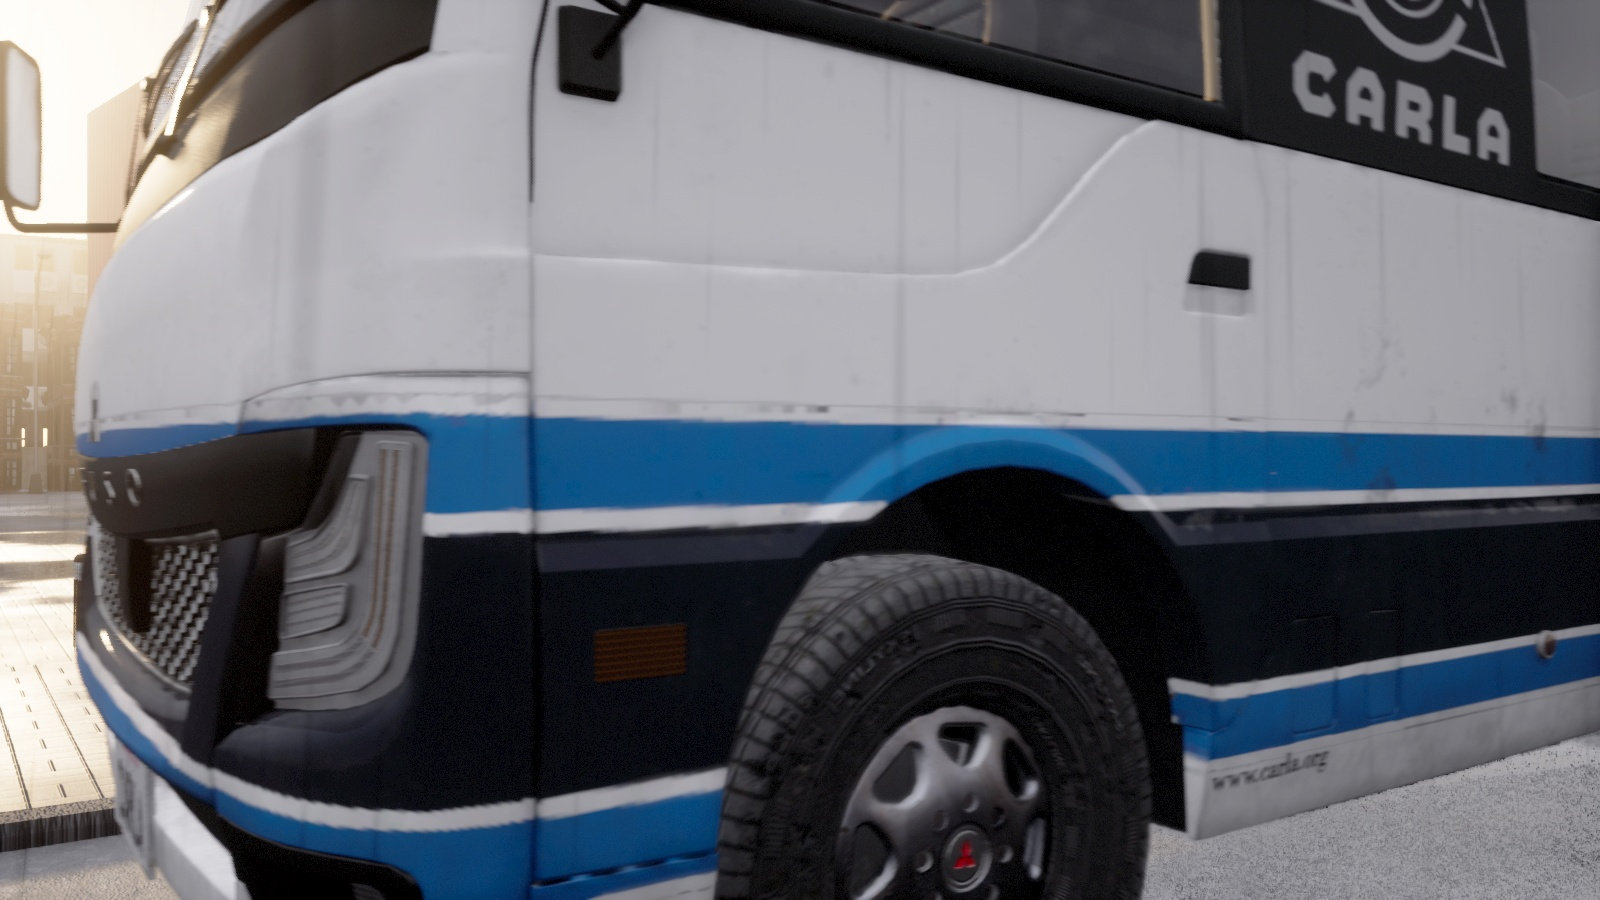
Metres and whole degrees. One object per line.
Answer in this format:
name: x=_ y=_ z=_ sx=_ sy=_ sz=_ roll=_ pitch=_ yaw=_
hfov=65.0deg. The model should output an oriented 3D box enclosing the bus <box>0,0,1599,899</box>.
bus: x=1.933 y=-0.622 z=5.619 sx=10.273 sy=4.253 sz=3.944 roll=0 pitch=0 yaw=-35
